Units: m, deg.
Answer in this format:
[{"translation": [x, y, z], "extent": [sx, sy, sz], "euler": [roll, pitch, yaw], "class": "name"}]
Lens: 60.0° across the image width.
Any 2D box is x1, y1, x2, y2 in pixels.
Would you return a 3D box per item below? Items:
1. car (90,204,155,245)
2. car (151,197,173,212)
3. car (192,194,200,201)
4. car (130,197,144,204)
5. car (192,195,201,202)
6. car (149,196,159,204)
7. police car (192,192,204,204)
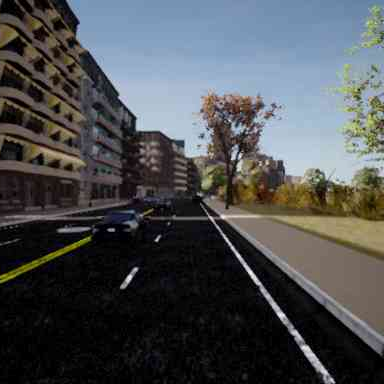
[{"translation": [-3.155, 1.528, 15.509], "extent": [2.033, 1.411, 5.357], "euler": [0, 0, 0], "class": "car"}, {"translation": [-3.172, 1.557, 37.638], "extent": [1.895, 1.301, 4.718], "euler": [0, 0, 0], "class": "car"}, {"translation": [1.071, 1.380, 79.982], "extent": [1.801, 1.575, 5.366], "euler": [0, 0, 1], "class": "car"}, {"translation": [-9.799, 1.499, 59.546], "extent": [1.994, 1.385, 4.181], "euler": [0, 0, 1], "class": "car"}, {"translation": [0.971, 1.383, 74.065], "extent": [1.801, 1.575, 5.366], "euler": [0, 0, 1], "class": "car"}, {"translation": [-6.541, 1.484, 59.605], "extent": [2.033, 1.411, 5.357], "euler": [0, 0, 1], "class": "car"}, {"translation": [0.954, 1.359, 64.041], "extent": [1.930, 1.638, 5.238], "euler": [0, 0, 0], "class": "police car"}]
